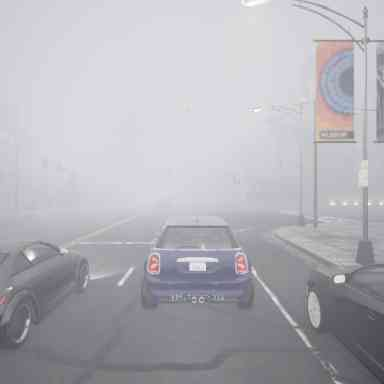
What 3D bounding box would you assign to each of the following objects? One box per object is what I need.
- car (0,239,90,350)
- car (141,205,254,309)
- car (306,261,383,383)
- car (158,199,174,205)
[{"bbox_3d":[-3.401,1.564,6.224,1.994,1.385,4.181,0,0,0],"label":"car"},{"bbox_3d":[0.099,1.352,8.044,2.097,1.767,4.553,0,0,0],"label":"car"},{"bbox_3d":[2.900,1.480,3.761,2.097,1.535,5.008,0,0,0],"label":"car"},{"bbox_3d":[-3.403,1.547,43.127,2.033,1.411,5.357,0,0,0],"label":"car"}]
